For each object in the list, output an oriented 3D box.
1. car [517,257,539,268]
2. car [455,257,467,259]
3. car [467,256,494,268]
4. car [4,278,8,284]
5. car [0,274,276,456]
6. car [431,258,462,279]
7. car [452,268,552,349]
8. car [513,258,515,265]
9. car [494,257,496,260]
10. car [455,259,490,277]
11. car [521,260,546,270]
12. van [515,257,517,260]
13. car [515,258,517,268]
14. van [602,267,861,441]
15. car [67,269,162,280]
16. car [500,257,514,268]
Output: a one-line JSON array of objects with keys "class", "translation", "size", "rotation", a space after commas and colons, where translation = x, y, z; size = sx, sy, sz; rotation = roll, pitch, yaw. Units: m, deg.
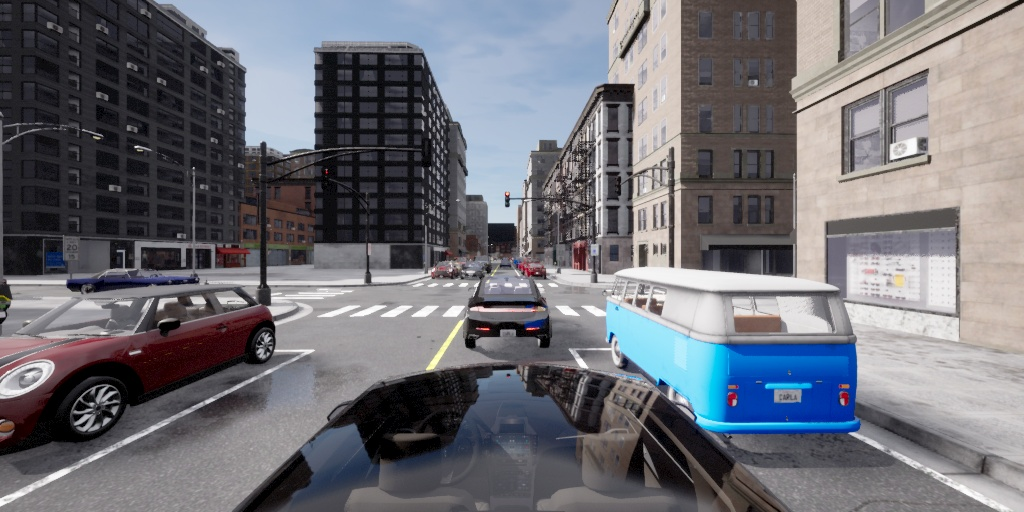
[{"class": "car", "translation": [1.975, 1.063, 37.537], "size": [2.192, 1.841, 5.009], "rotation": [0, 0, -1]}, {"class": "car", "translation": [-6.151, 1.063, 42.794], "size": [2.192, 1.841, 5.009], "rotation": [0, 0, -1]}, {"class": "car", "translation": [-3.586, 0.970, 41.788], "size": [2.150, 2.045, 5.566], "rotation": [0, 0, 0]}, {"class": "car", "translation": [-27.472, 1.154, 16.915], "size": [5.357, 1.411, 2.033], "rotation": [0, 0, -1]}, {"class": "car", "translation": [-5.439, 1.190, 5.102], "size": [1.967, 1.591, 4.097], "rotation": [0, 0, -1]}, {"class": "car", "translation": [-5.947, 1.188, 31.977], "size": [1.967, 1.591, 4.097], "rotation": [0, 0, -1]}, {"class": "car", "translation": [-0.126, 1.241, 9.188], "size": [2.128, 1.511, 4.902], "rotation": [0, 0, -1]}, {"class": "car", "translation": [1.566, 1.309, 59.172], "size": [1.948, 1.339, 4.313], "rotation": [0, 0, -1]}, {"class": "car", "translation": [-3.782, 1.293, 52.190], "size": [2.033, 1.411, 5.357], "rotation": [0, 0, -1]}, {"class": "car", "translation": [-3.395, 1.240, 31.626], "size": [2.128, 1.511, 4.902], "rotation": [0, 0, -1]}, {"class": "car", "translation": [2.077, 1.294, 32.129], "size": [1.888, 1.381, 4.507], "rotation": [0, 0, -1]}, {"class": "van", "translation": [1.668, 1.086, 53.764], "size": [1.690, 1.789, 3.998], "rotation": [0, 0, -1]}, {"class": "car", "translation": [1.770, 1.292, 48.355], "size": [1.888, 1.381, 4.507], "rotation": [0, 0, -1]}, {"class": "van", "translation": [2.584, 1.091, 5.253], "size": [1.690, 1.789, 3.998], "rotation": [0, 0, -1]}, {"class": "car", "translation": [-17.814, 1.262, 17.102], "size": [4.718, 1.301, 1.895], "rotation": [0, 0, -1]}, {"class": "car", "translation": [-1.131, 1.306, 62.289], "size": [1.994, 1.385, 4.181], "rotation": [0, 0, -1]}]
